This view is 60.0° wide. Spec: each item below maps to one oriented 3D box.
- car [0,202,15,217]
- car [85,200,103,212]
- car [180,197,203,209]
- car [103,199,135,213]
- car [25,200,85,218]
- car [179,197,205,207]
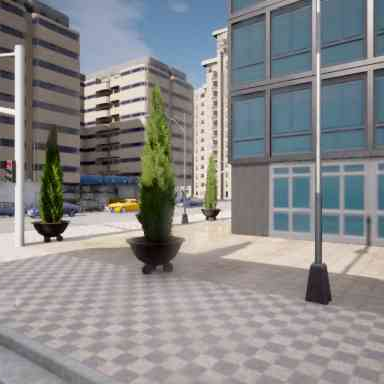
[{"bbox_3d":[-17.191,1.603,29.760,2.033,1.411,5.357,0,0,35],"label":"car"},{"bbox_3d":[-11.859,1.619,37.292,1.994,1.385,4.181,0,0,35],"label":"car"},{"bbox_3d":[-0.419,1.581,47.369,1.812,1.442,4.674,0,0,35],"label":"car"},{"bbox_3d":[-7.216,1.533,37.795,1.882,1.535,5.008,0,0,35],"label":"car"},{"bbox_3d":[-12.535,1.581,30.244,1.812,1.442,4.674,0,0,35],"label":"car"},{"bbox_3d":[-0.012,1.581,53.955,1.812,1.442,4.674,0,0,36],"label":"car"}]
